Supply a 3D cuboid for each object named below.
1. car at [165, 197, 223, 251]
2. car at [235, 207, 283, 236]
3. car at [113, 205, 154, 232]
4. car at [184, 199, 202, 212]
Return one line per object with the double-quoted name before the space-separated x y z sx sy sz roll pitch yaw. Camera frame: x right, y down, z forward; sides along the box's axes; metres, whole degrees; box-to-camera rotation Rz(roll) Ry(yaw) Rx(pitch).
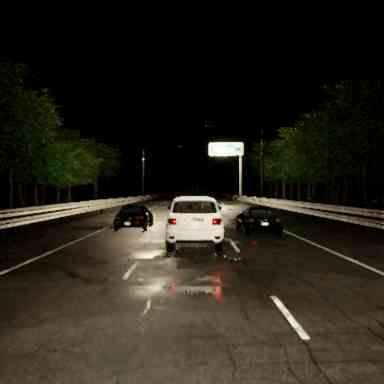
"car" 0.091 1.205 14.225 2.150 2.045 5.566 0 0 0
"car" 3.591 1.536 18.336 1.994 1.385 4.181 0 0 0
"car" -3.408 1.493 19.825 1.812 1.442 4.674 0 0 0
"car" 0.086 1.502 38.094 1.895 1.301 4.718 0 0 0
